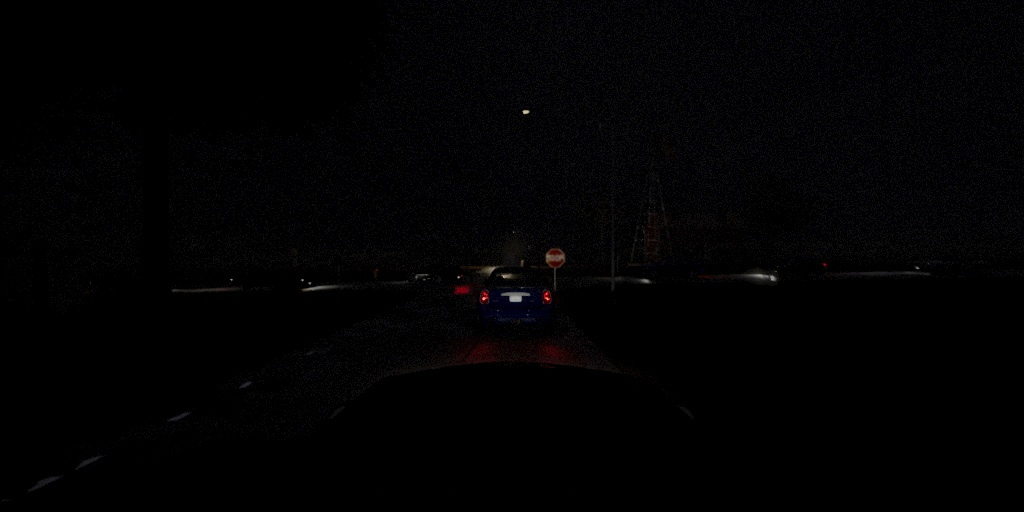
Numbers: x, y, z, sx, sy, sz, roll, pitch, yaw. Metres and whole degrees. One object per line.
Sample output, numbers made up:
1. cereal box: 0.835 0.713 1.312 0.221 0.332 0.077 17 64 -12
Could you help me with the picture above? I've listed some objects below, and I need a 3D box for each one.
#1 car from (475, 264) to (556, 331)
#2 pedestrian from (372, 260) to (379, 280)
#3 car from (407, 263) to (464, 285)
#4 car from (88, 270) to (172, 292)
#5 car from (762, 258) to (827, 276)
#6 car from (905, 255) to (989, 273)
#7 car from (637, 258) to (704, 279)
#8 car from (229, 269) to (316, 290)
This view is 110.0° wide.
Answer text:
1. car: 0.096 1.100 11.133 2.097 1.767 4.553 0 0 0
2. pedestrian: -12.168 1.212 31.921 0.375 1.860 0.375 0 2 0
3. car: -5.812 1.313 27.009 4.892 1.490 1.837 -2 -2 35
4. car: -27.596 1.773 26.028 4.902 1.511 2.128 -1 1 0
5. car: 22.593 0.829 28.732 4.181 1.385 1.994 -1 1 0
6. car: 34.650 0.619 28.667 4.718 1.301 1.895 -1 1 0
7. car: 12.640 0.943 28.774 5.008 1.535 1.882 -1 1 0
8. car: -17.304 1.639 25.978 5.357 1.411 2.033 -1 1 0
